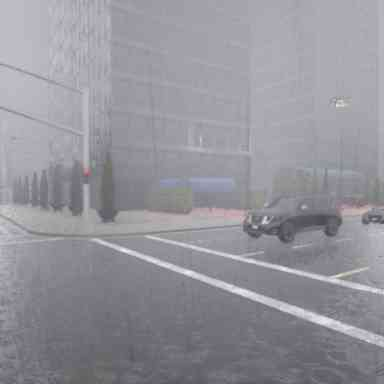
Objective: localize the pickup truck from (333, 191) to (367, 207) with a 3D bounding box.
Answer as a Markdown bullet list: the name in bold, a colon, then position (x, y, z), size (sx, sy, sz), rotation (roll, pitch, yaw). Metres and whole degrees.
- **pickup truck**: position (18.261, 0.881, 41.232), size (6.274, 2.098, 2.390), rotation (0, 0, -4)

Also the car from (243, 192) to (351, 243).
- **car**: position (5.009, 1.161, 16.090), size (5.566, 2.045, 2.150), rotation (0, 0, -35)

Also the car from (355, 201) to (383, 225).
- **car**: position (12.821, 1.459, 21.550), size (4.181, 1.385, 1.994), rotation (0, 0, -35)
